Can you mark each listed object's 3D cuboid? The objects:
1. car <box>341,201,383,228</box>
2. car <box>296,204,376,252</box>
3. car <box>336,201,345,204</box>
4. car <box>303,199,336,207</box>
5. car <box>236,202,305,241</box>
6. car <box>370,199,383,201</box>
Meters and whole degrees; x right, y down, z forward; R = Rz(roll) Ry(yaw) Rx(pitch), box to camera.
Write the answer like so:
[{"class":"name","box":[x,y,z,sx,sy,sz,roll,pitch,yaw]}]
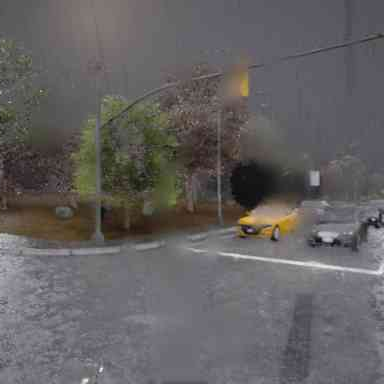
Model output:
[{"class":"car","box":[11.657,1.544,22.414,2.033,1.411,5.357,0,0,32]},{"class":"car","box":[6.329,1.487,14.247,2.128,1.511,4.902,0,0,34]},{"class":"car","box":[15.302,1.579,34.703,1.994,1.385,4.181,0,0,33]},{"class":"car","box":[8.958,1.342,24.686,2.097,1.767,4.553,0,0,32]},{"class":"car","box":[3.993,1.467,17.061,1.882,1.535,5.008,0,0,34]},{"class":"car","box":[18.564,1.528,33.320,1.837,1.490,4.892,0,0,33]}]
